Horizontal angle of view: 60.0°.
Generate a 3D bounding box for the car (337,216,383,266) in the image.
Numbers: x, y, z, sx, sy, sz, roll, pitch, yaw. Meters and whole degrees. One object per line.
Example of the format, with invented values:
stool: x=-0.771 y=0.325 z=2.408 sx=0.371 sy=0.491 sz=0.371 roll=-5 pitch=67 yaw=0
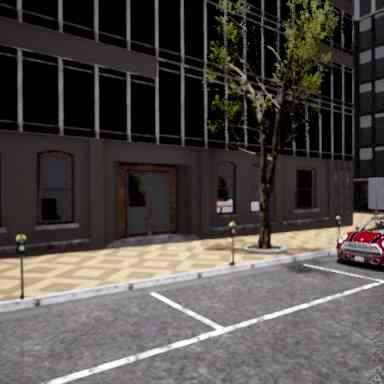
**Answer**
car: x=6.767 y=1.552 z=11.398 sx=4.097 sy=1.590 sz=1.967 roll=1 pitch=-1 yaw=-35
